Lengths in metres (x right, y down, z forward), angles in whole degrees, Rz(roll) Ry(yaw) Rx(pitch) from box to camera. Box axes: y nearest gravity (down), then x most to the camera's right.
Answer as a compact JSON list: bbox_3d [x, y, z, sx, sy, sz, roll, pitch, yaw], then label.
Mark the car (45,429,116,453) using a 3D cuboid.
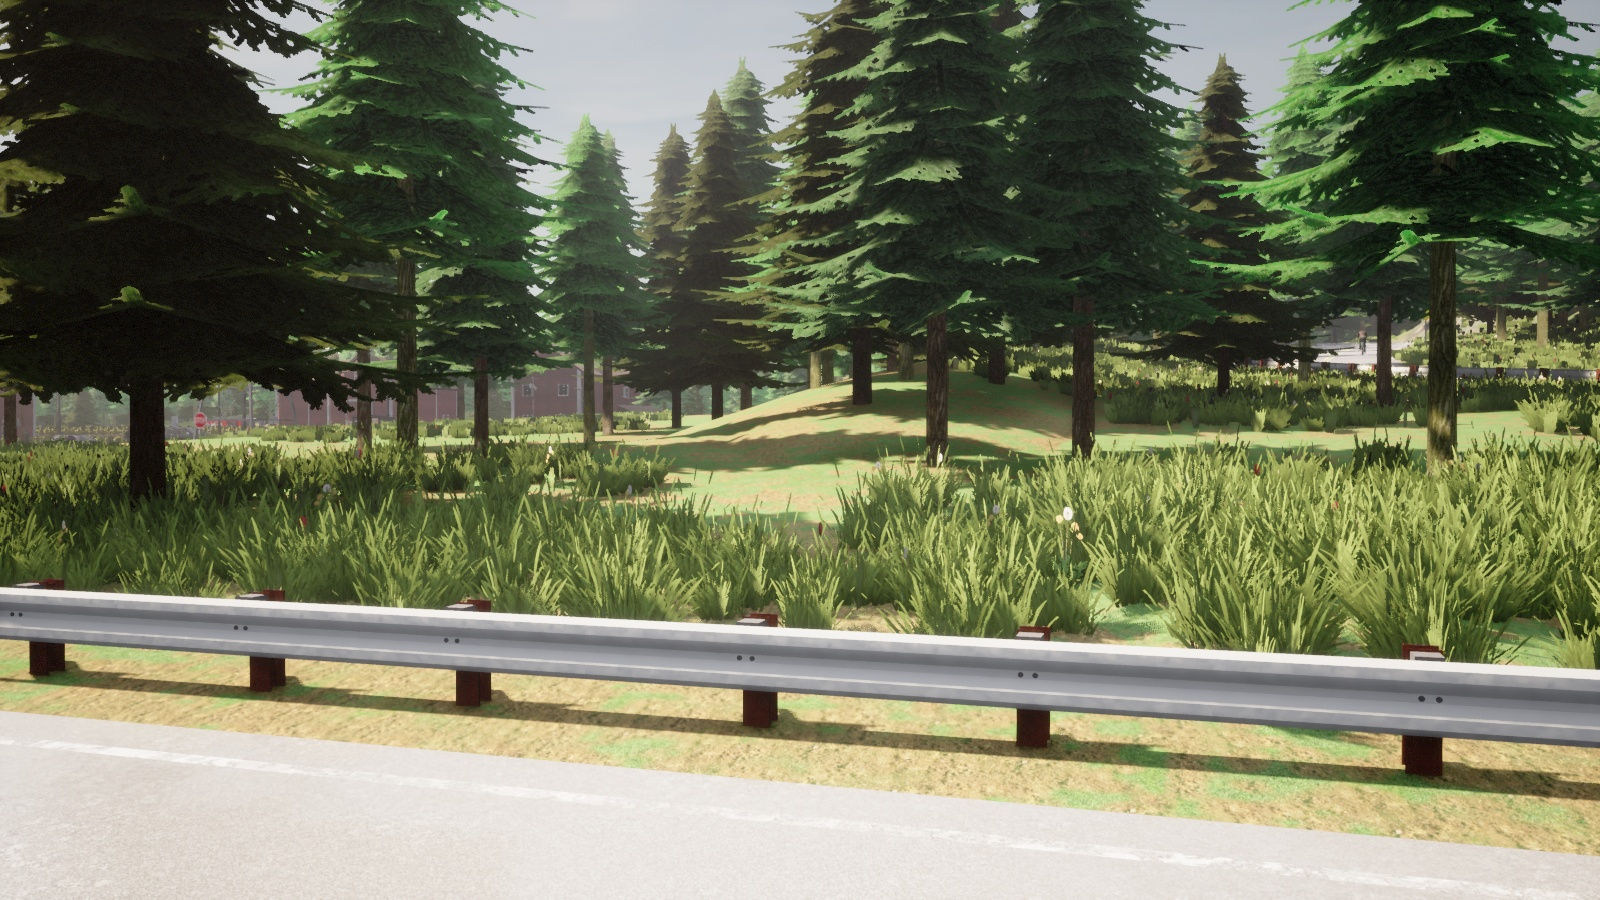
[{"bbox_3d":[-45.270,-0.568,79.014,3.633,1.501,1.845,1,1,16],"label":"car"}]
